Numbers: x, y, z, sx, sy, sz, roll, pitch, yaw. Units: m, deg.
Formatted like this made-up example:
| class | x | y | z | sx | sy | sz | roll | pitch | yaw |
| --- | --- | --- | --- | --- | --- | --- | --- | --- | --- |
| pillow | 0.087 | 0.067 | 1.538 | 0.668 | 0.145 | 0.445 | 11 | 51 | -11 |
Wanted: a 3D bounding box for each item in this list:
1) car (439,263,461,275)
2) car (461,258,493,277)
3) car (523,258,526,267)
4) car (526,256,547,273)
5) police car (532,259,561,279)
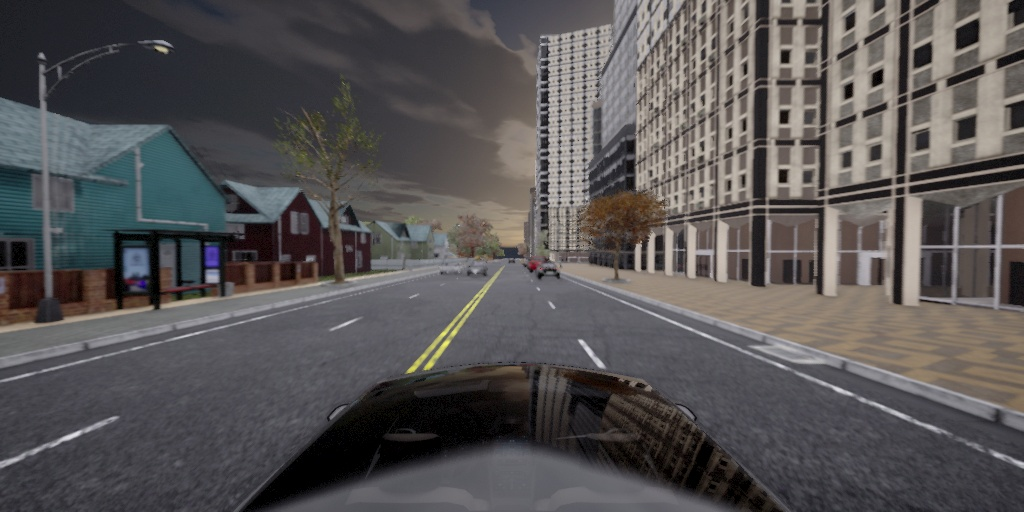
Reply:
| class | x | y | z | sx | sy | sz | roll | pitch | yaw |
| --- | --- | --- | --- | --- | --- | --- | --- | --- | --- |
| car | -6.603 | 1.372 | 39.074 | 1.895 | 1.301 | 4.718 | 0 | 0 | 0 |
| car | -3.350 | 1.261 | 35.317 | 2.128 | 1.511 | 4.902 | 0 | 0 | 0 |
| car | 3.212 | 1.340 | 55.027 | 2.033 | 1.411 | 5.357 | 0 | 0 | 0 |
| car | 3.220 | 0.998 | 44.053 | 2.150 | 2.045 | 5.566 | 0 | 0 | 0 |
| police car | 3.228 | 1.272 | 33.019 | 2.038 | 1.542 | 4.974 | 0 | 0 | 0 |
